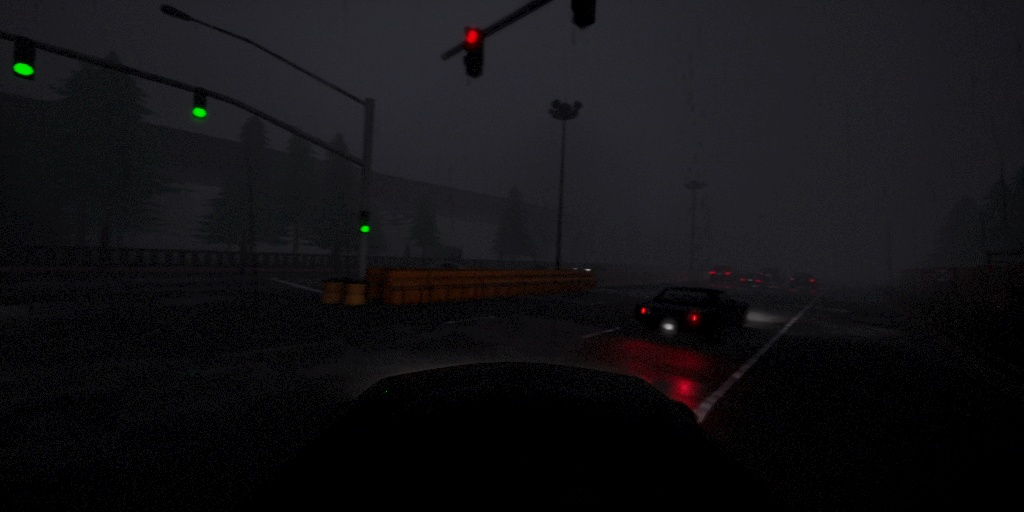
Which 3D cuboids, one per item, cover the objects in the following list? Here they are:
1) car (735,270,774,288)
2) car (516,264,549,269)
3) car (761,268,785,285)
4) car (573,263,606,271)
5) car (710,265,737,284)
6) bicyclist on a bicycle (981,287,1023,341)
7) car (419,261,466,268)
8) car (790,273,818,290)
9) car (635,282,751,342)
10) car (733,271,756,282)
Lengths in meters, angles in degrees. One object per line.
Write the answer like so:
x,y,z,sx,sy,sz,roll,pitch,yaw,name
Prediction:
24.644,2.465,36.316,2.033,1.411,5.357,2,0,43,car
1.741,1.411,32.434,1.812,1.442,4.674,2,0,43,car
32.286,2.496,44.556,2.150,2.045,5.566,2,0,43,car
8.614,1.559,39.862,2.097,1.767,4.553,2,0,42,car
24.890,2.160,41.720,2.150,2.045,5.566,2,0,43,car
14.856,1.729,10.318,1.656,1.620,0.582,2,0,43,bicyclist on a bicycle
-5.075,1.092,25.056,1.812,1.442,4.674,2,0,42,car
31.177,2.564,38.215,2.097,1.767,4.553,2,0,43,car
5.640,1.620,10.889,1.895,1.301,4.718,2,0,45,car
32.109,2.802,49.460,1.812,1.442,4.674,2,0,44,car
